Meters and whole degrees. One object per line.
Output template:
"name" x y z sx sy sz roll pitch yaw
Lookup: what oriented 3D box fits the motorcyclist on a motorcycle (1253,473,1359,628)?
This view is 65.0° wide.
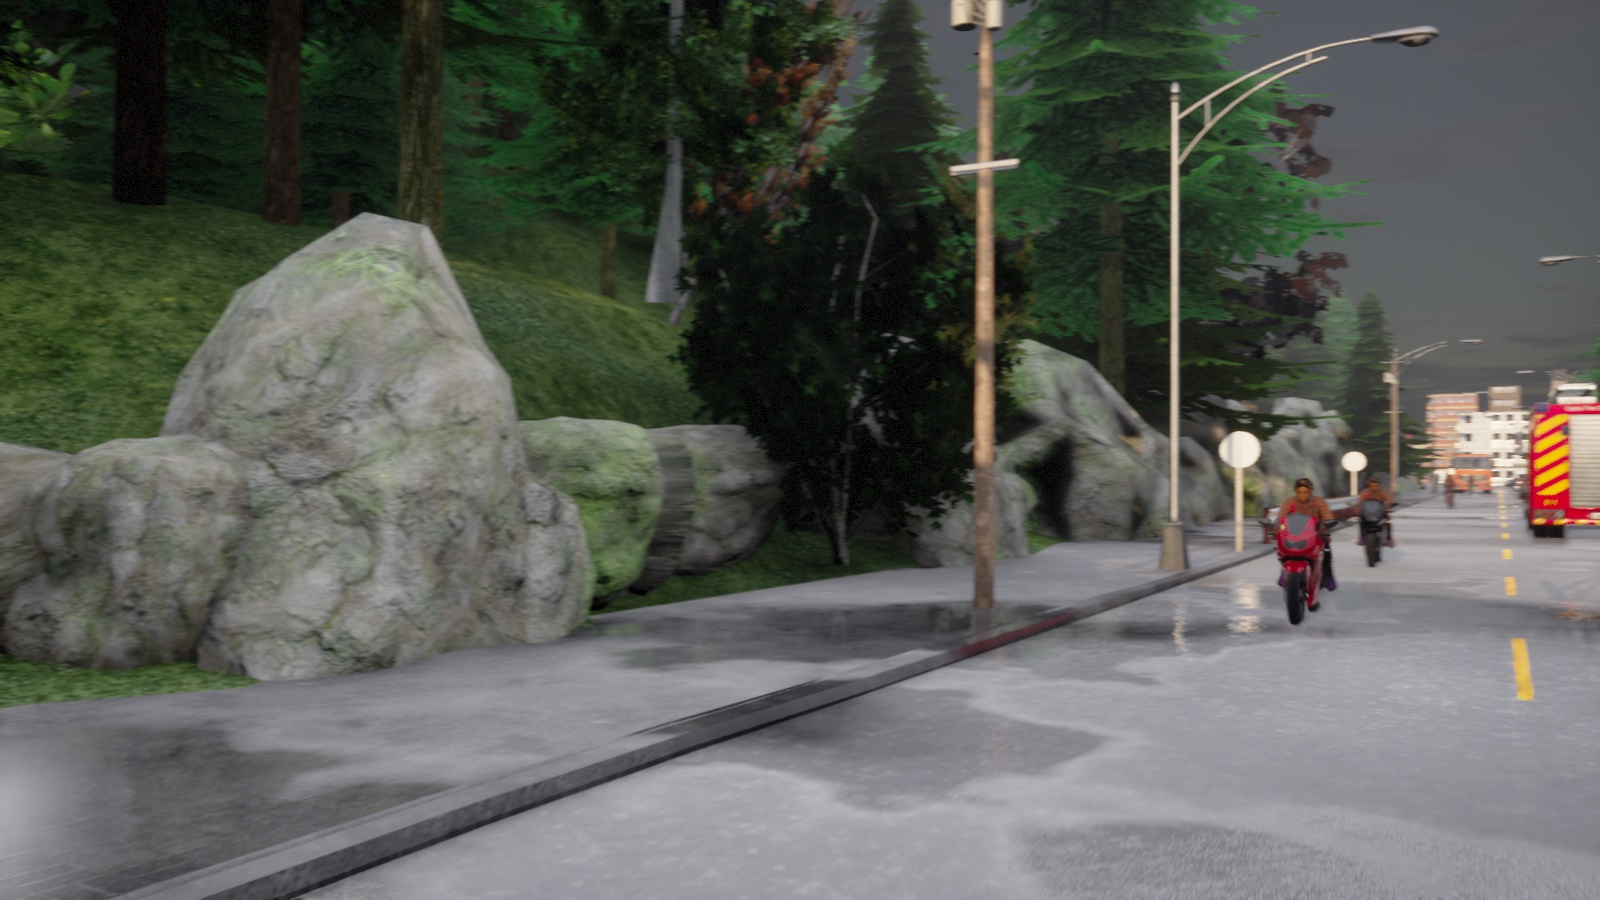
"motorcyclist on a motorcycle" 5.461 1.013 13.492 0.797 1.523 2.044 -1 -1 29

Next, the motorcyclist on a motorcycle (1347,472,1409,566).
"motorcyclist on a motorcycle" 9.890 1.140 21.457 0.797 1.523 2.044 -1 -1 29

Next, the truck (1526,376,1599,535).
"truck" 21.387 0.184 33.927 2.891 3.827 8.468 -1 -1 29
